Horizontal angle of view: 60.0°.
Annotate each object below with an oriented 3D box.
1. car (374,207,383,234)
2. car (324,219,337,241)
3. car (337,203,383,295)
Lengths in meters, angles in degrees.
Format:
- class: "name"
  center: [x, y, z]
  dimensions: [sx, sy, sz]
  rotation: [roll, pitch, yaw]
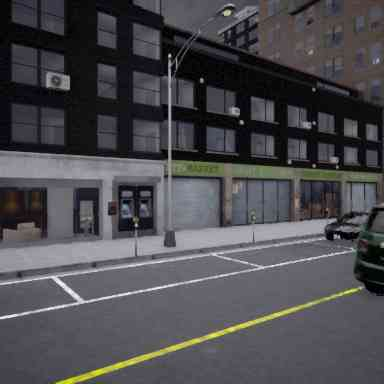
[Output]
- class: "car"
  center: [12.304, 1.525, 18.674]
  dimensions: [4.829, 1.417, 1.752]
  rotation: [0, 0, -36]
- class: "car"
  center: [8.036, 1.566, 15.630]
  dimensions: [4.313, 1.339, 1.947]
  rotation: [0, 0, -36]
- class: "car"
  center: [5.895, 1.222, 7.485]
  dimensions: [5.566, 2.045, 2.150]
  rotation: [0, 0, -35]
